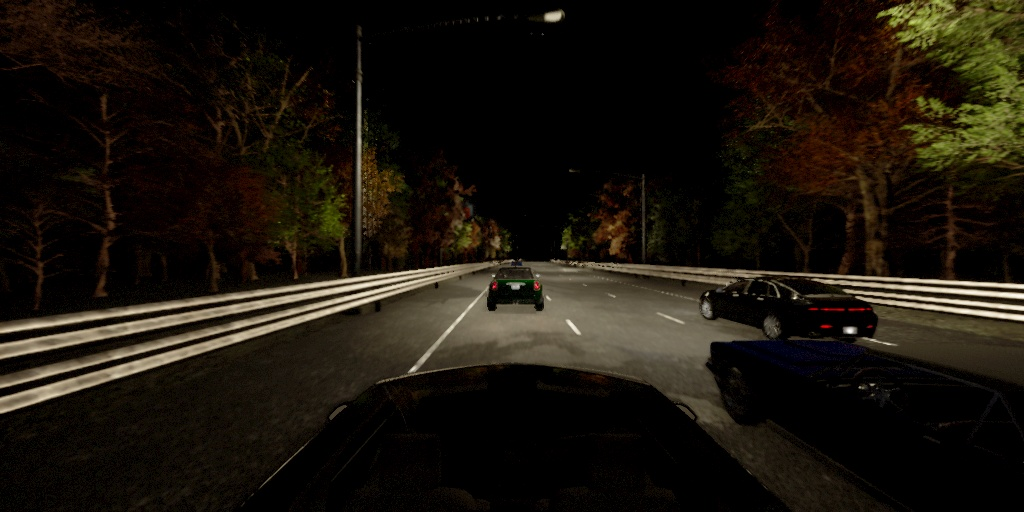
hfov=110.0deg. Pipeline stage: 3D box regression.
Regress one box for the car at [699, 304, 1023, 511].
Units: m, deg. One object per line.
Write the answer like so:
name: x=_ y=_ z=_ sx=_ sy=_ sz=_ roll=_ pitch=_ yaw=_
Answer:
car: x=3.596 y=1.361 z=2.819 sx=1.895 sy=1.301 sz=4.718 roll=0 pitch=0 yaw=0

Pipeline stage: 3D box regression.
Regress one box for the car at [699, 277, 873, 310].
car: x=7.117 y=1.315 z=9.956 sx=1.837 sy=1.490 sz=4.892 roll=0 pitch=0 yaw=0

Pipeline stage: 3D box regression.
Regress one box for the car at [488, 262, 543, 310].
car: x=0.150 y=1.191 z=15.445 sx=2.097 sy=1.767 sz=4.553 roll=0 pitch=0 yaw=0
